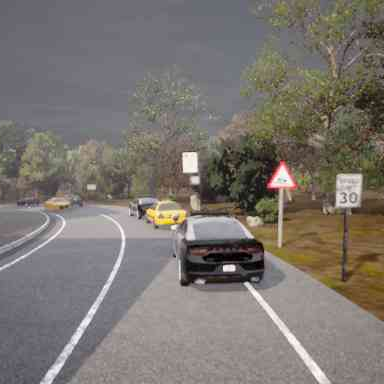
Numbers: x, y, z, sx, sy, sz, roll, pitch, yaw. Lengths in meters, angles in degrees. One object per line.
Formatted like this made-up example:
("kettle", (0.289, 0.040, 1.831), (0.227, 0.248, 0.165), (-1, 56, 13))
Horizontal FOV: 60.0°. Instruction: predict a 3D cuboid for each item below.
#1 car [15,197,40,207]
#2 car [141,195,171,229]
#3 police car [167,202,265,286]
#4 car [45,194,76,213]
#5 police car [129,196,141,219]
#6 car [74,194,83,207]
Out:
("car", (-26.681, 1.571, 53.779), (5.008, 1.535, 1.882), (-2, 3, 34))
("car", (-1.601, 1.198, 19.688), (1.801, 1.575, 5.366), (-2, 1, -16))
("police car", (0.466, 1.316, 9.370), (1.930, 1.638, 5.238), (-1, 1, -7))
("car", (-14.875, 1.376, 36.862), (1.882, 1.535, 5.008), (-4, 2, -36))
("police car", (-3.588, 1.100, 25.553), (1.930, 1.638, 5.238), (-2, 1, -21))
("car", (-16.465, 1.122, 44.521), (2.097, 1.767, 4.553), (-5, 3, -42))
